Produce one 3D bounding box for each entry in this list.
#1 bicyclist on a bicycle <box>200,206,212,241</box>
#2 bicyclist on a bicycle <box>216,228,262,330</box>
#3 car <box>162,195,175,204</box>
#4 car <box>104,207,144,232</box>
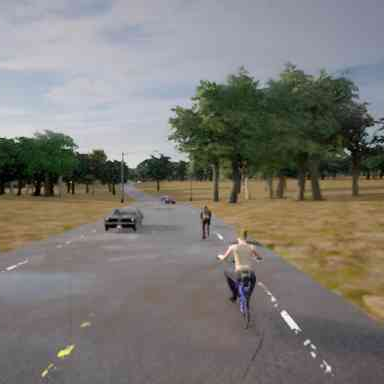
[{"bbox_3d":[0.655,1.460,15.442,0.582,1.620,1.656,0,0,-2],"label":"bicyclist on a bicycle"},{"bbox_3d":[0.871,1.436,5.918,0.866,1.612,1.509,0,0,0],"label":"bicyclist on a bicycle"},{"bbox_3d":[-4.287,1.642,63.987,1.895,1.301,4.718,0,0,-7],"label":"car"},{"bbox_3d":[-4.113,1.621,20.603,1.895,1.301,4.718,0,0,-3],"label":"car"}]
